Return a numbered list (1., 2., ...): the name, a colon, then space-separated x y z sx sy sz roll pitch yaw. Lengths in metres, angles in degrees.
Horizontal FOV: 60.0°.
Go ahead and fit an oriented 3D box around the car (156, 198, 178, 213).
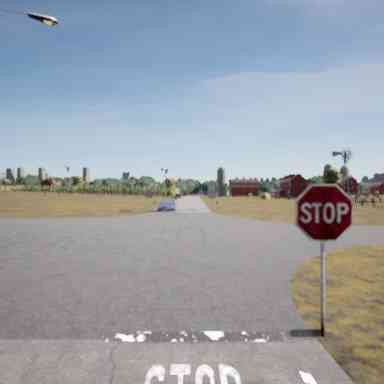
1. car: -2.609 1.440 35.928 1.812 1.442 4.674 0 1 2
